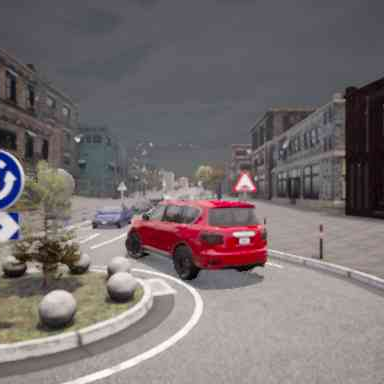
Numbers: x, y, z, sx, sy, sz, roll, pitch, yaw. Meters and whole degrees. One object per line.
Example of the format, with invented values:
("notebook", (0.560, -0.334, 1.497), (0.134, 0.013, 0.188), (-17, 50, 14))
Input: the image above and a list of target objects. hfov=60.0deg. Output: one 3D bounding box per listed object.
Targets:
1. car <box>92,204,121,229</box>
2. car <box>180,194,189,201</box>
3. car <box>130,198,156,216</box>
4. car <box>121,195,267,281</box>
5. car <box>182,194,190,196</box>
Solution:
("car", (-5.164, 1.560, 22.195), (1.812, 1.442, 4.674), (0, 0, 2))
("car", (-1.515, 1.084, 69.272), (1.812, 1.442, 4.674), (0, 0, 1))
("car", (-4.937, 1.439, 33.994), (1.837, 1.490, 4.892), (0, 1, 1))
("car", (-0.135, 1.266, 10.378), (2.150, 2.045, 5.566), (1, 0, -31))
("car", (-1.507, 1.150, 59.008), (2.033, 1.411, 5.357), (0, 0, 1))
